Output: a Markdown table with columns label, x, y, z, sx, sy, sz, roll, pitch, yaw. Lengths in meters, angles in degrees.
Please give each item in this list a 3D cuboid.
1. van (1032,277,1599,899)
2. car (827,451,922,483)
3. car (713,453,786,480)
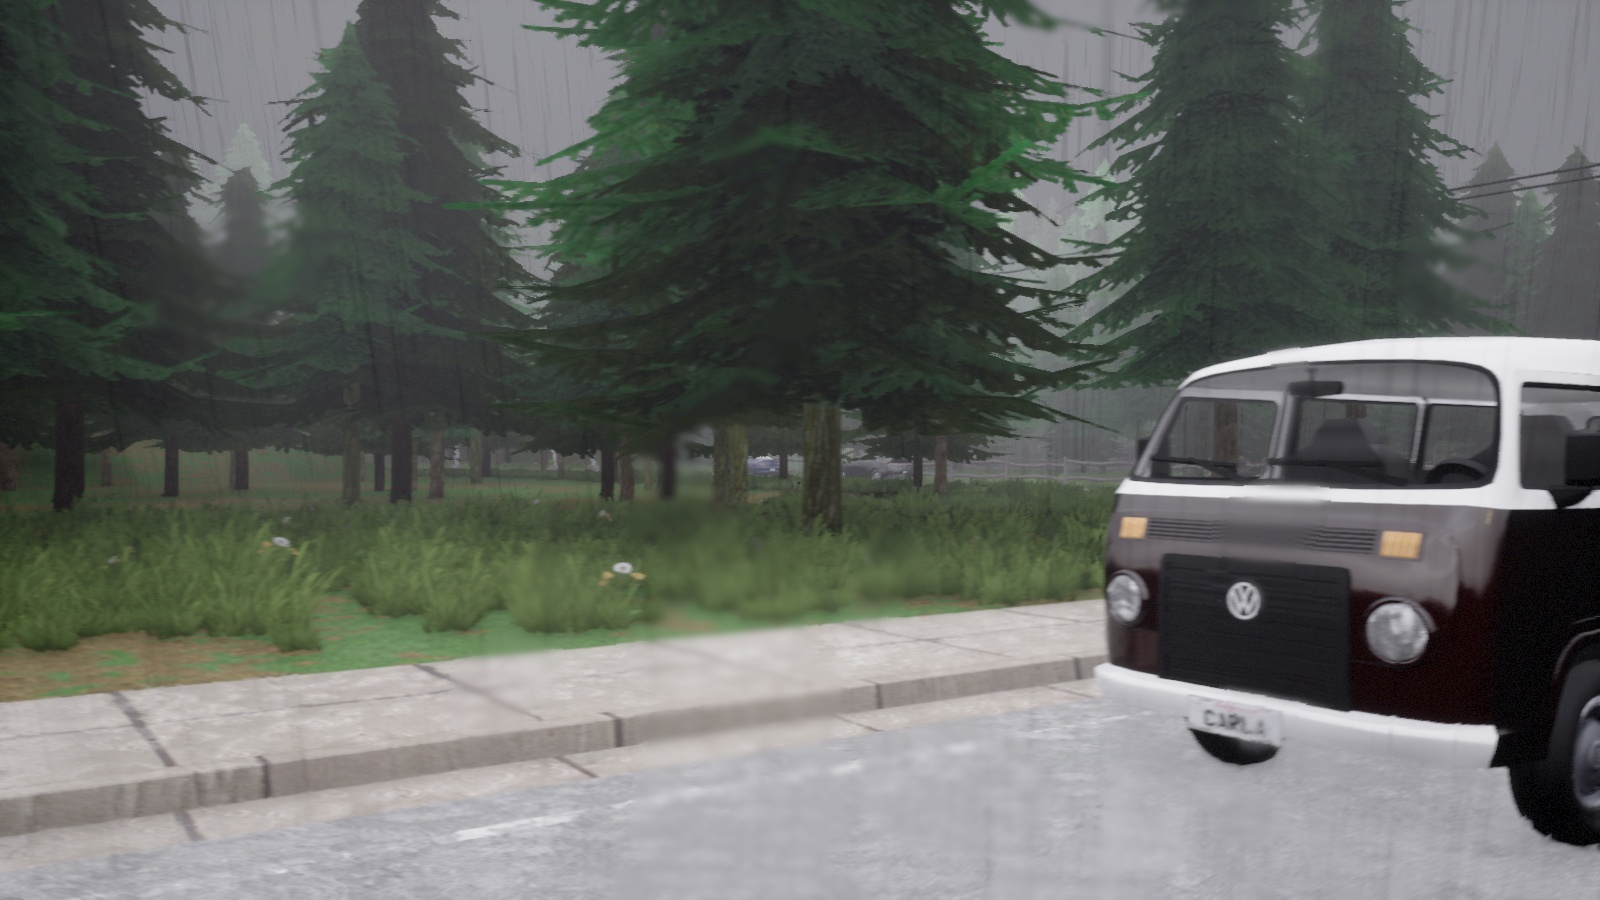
| label | x | y | z | sx | sy | sz | roll | pitch | yaw |
| --- | --- | --- | --- | --- | --- | --- | --- | --- | --- |
| van | 3.473 | 0.476 | 6.077 | 4.480 | 2.038 | 2.069 | 0 | 0 | -35 |
| car | 3.599 | 0.818 | 61.506 | 2.128 | 1.511 | 4.902 | 0 | 0 | -34 |
| car | -2.896 | 0.924 | 71.114 | 1.812 | 1.442 | 4.674 | 0 | 0 | -36 |
